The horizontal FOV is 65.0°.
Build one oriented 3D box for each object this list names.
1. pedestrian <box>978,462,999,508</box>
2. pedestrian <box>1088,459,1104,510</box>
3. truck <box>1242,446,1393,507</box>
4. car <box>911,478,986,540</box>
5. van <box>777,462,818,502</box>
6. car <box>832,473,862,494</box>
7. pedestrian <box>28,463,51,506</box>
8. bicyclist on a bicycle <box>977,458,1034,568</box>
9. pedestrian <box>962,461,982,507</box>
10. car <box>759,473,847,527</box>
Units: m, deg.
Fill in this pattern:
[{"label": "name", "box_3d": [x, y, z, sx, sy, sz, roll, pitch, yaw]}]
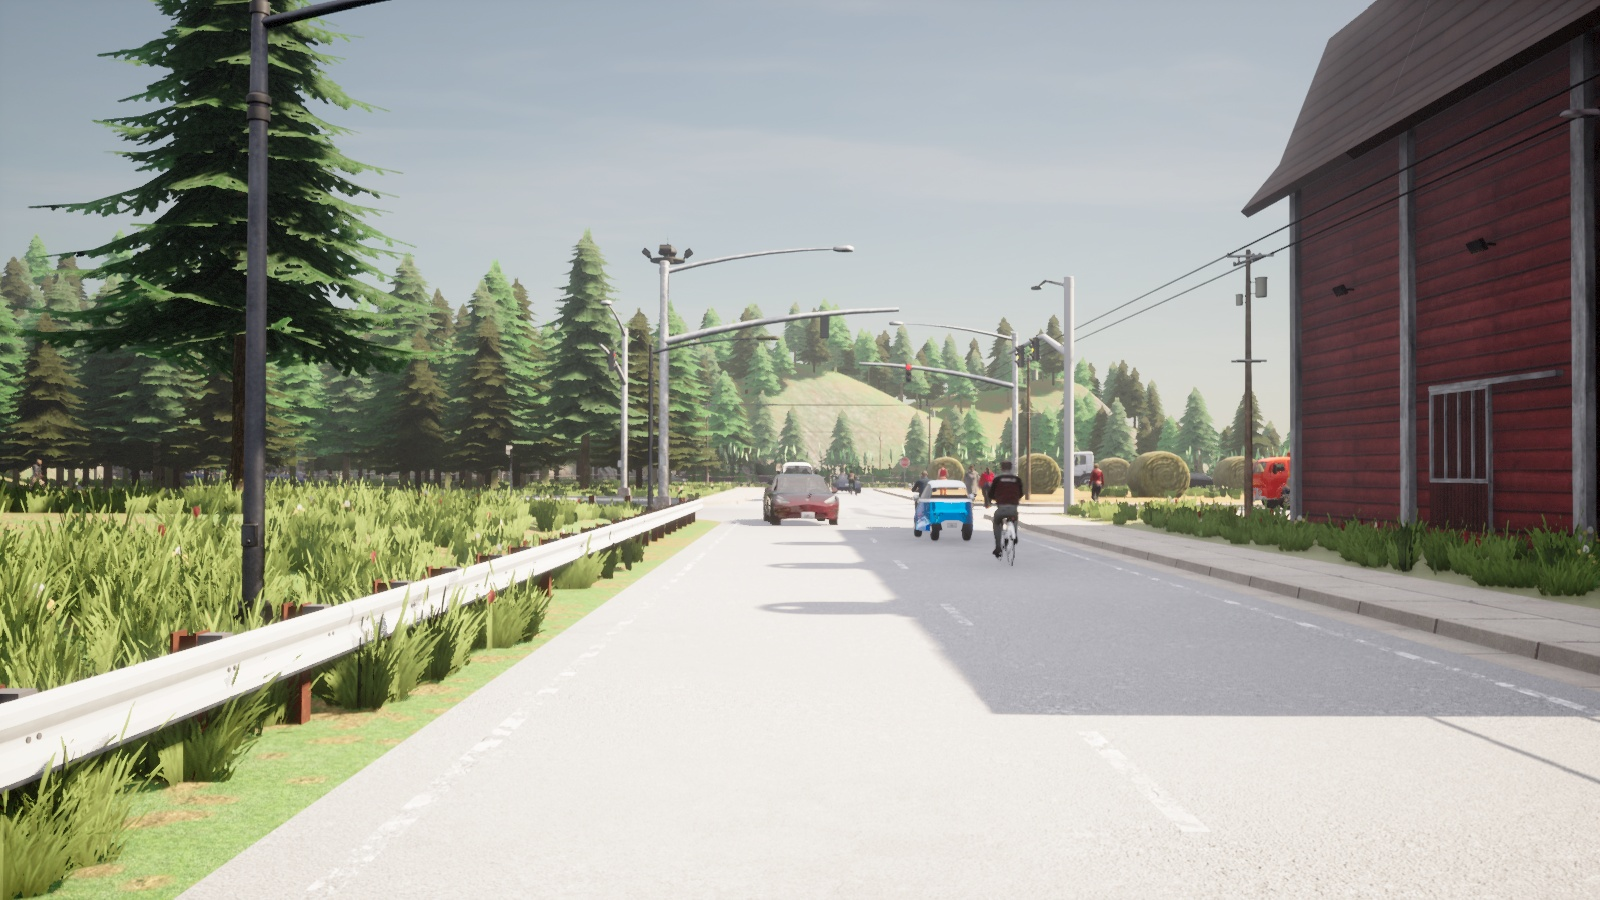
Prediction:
[{"label": "pedestrian", "box_3d": [7.605, 1.412, 50.712, 0.634, 1.844, 0.899, 0, -1, -4]}, {"label": "pedestrian", "box_3d": [10.884, 1.258, 46.160, 0.331, 1.846, 0.636, 0, -1, -8]}, {"label": "truck", "box_3d": [21.534, 1.092, 52.427, 5.204, 2.467, 2.627, 0, -1, -1]}, {"label": "car", "box_3d": [3.436, 1.349, 29.386, 1.481, 1.376, 2.207, 0, -1, 0]}, {"label": "van", "box_3d": [-0.147, 1.655, 66.455, 2.069, 2.038, 4.480, 0, -1, 0]}, {"label": "car", "box_3d": [3.304, 2.358, 88.868, 1.994, 1.385, 4.181, 0, -1, 0]}, {"label": "pedestrian", "box_3d": [-33.547, 1.515, 55.380, 0.694, 1.848, 0.540, 0, -1, 1]}, {"label": "bicyclist on a bicycle", "box_3d": [3.453, 1.028, 21.239, 0.659, 1.776, 1.843, 0, -1, 0]}, {"label": "pedestrian", "box_3d": [7.354, 1.462, 53.683, 0.659, 1.952, 0.873, 0, -1, -5]}, {"label": "car", "box_3d": [-0.002, 1.443, 37.402, 2.163, 1.488, 4.792, 0, -1, -5]}]
